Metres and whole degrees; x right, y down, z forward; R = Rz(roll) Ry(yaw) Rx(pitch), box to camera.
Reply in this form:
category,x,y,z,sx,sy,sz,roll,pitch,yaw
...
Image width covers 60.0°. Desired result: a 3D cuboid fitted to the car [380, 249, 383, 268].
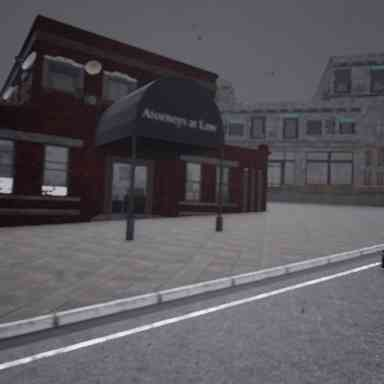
category,x,y,z,sx,sy,sz,roll,pitch,yaw
car,7.004,1.480,9.182,4.181,1.385,1.994,-1,1,-37
